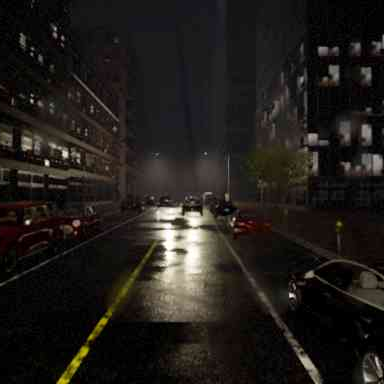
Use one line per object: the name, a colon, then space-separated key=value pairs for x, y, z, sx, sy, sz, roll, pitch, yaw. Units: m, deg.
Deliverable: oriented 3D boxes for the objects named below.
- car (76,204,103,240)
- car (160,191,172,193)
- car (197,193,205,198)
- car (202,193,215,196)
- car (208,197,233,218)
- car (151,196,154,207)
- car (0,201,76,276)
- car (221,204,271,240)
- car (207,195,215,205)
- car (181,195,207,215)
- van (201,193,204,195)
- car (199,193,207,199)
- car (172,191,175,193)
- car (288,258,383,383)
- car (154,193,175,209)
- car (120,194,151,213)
car: x=-5.698 y=1.330 z=16.026 sx=1.967 sy=1.590 sz=4.097 roll=1 pitch=0 yaw=0
car: x=-5.785 y=0.836 z=67.306 sx=2.192 sy=1.841 sz=5.009 roll=1 pitch=0 yaw=0
car: x=2.517 y=0.908 z=89.987 sx=2.008 sy=1.369 sz=4.403 roll=1 pitch=0 yaw=0
car: x=2.597 y=1.234 z=44.406 sx=1.887 sy=1.381 sz=4.507 roll=1 pitch=0 yaw=0
car: x=2.626 y=1.379 z=27.312 sx=1.947 sy=1.339 sz=4.313 roll=1 pitch=0 yaw=0
car: x=-5.751 y=1.253 z=44.517 sx=1.947 sy=1.339 sz=4.313 roll=1 pitch=0 yaw=0
car: x=-5.686 y=1.244 z=10.325 sx=2.192 sy=1.841 sz=5.009 roll=1 pitch=0 yaw=0
car: x=2.646 y=1.474 z=15.917 sx=1.802 sy=1.307 sz=4.206 roll=1 pitch=0 yaw=0
car: x=2.616 y=1.338 z=33.011 sx=1.947 sy=1.339 sz=4.313 roll=1 pitch=0 yaw=0
car: x=0.041 y=1.278 z=30.785 sx=2.128 sy=1.511 sz=4.902 roll=0 pitch=0 yaw=0
van: x=2.591 y=0.989 z=50.102 sx=1.690 sy=1.788 sz=3.998 roll=1 pitch=0 yaw=0
car: x=2.538 y=0.965 z=78.761 sx=1.752 sy=1.417 sz=4.829 roll=1 pitch=0 yaw=0
car: x=-5.827 y=0.795 z=90.097 sx=1.967 sy=1.590 sz=4.097 roll=1 pitch=0 yaw=0
car: x=2.675 y=1.536 z=4.522 sx=1.947 sy=1.339 sz=4.313 roll=1 pitch=0 yaw=0
car: x=-3.161 y=1.222 z=40.348 sx=1.837 sy=1.490 sz=4.892 roll=0 pitch=0 yaw=0
car: x=-5.725 y=1.085 z=33.119 sx=2.192 sy=1.841 sz=5.009 roll=1 pitch=0 yaw=0
